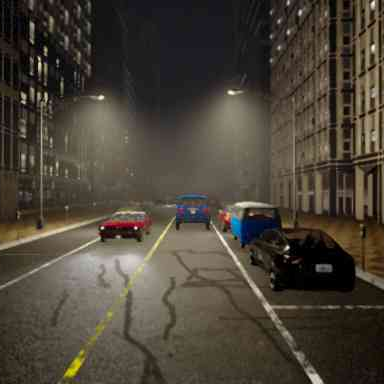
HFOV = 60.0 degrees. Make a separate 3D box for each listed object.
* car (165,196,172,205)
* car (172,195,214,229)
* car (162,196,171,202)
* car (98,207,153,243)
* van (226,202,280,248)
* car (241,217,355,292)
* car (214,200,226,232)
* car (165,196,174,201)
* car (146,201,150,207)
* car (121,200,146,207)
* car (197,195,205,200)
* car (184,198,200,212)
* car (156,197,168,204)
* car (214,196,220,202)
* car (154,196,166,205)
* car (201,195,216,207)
[{"bbox_3d":[-3.182,1.685,58.688,1.895,1.301,4.718,0,0,0],"label":"car"},{"bbox_3d":[0.052,1.262,22.122,2.150,2.045,5.566,0,0,0],"label":"car"},{"bbox_3d":[-5.863,1.678,77.128,1.802,1.307,4.206,0,0,0],"label":"car"},{"bbox_3d":[-3.137,1.632,16.445,1.895,1.301,4.718,0,0,0],"label":"car"},{"bbox_3d":[2.661,1.370,14.524,1.690,1.788,3.998,0,0,0],"label":"van"},{"bbox_3d":[2.673,1.584,8.830,1.947,1.339,4.313,0,0,0],"label":"car"},{"bbox_3d":[2.648,1.478,20.215,1.967,1.590,4.097,0,0,0],"label":"car"},{"bbox_3d":[-5.889,1.652,88.514,2.008,1.369,4.403,0,0,0],"label":"car"},{"bbox_3d":[-5.772,1.611,37.284,2.008,1.369,4.403,0,0,0],"label":"car"},{"bbox_3d":[-5.759,1.578,31.420,1.752,1.417,4.829,0,0,0],"label":"car"},{"bbox_3d":[2.479,1.671,94.213,1.947,1.339,4.313,0,0,0],"label":"car"},{"bbox_3d":[0.007,1.570,41.136,1.837,1.490,4.892,0,0,0],"label":"car"},{"bbox_3d":[-5.837,1.655,65.745,1.947,1.339,4.313,0,0,0],"label":"car"},{"bbox_3d":[2.597,1.384,42.984,2.192,1.841,5.009,0,0,0],"label":"car"},{"bbox_3d":[-5.824,1.636,60.053,2.008,1.369,4.403,0,0,0],"label":"car"},{"bbox_3d":[2.571,1.396,54.368,2.192,1.841,5.009,0,0,0],"label":"car"}]
